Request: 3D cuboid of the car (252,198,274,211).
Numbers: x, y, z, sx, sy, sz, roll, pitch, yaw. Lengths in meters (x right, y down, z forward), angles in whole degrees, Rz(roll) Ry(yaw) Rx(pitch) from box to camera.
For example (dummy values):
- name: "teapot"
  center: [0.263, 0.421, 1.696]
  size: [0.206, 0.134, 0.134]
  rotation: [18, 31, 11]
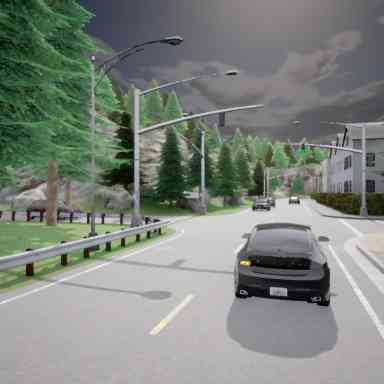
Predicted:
- name: "car"
  center: [8.644, 1.564, 41.073]
  size: [1.994, 1.385, 4.181]
  rotation: [0, 0, 17]

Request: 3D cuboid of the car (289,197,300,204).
- name: "car"
  center: [19.234, 1.564, 62.531]
  size: [1.994, 1.385, 4.181]
  rotation: [0, 0, 17]

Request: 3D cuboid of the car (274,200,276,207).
- name: "car"
  center: [11.641, 1.564, 50.614]
  size: [1.994, 1.385, 4.181]
  rotation: [0, 0, 17]

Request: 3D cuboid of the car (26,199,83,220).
- name: "car"
  center: [-11.426, 1.367, 27.725]
  size: [4.553, 1.767, 2.097]
  rotation: [0, 0, 17]

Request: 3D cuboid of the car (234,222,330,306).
- name: "car"
  center: [2.237, 1.505, 8.165]
  size: [1.837, 1.490, 4.892]
  rotation: [0, 0, 17]
